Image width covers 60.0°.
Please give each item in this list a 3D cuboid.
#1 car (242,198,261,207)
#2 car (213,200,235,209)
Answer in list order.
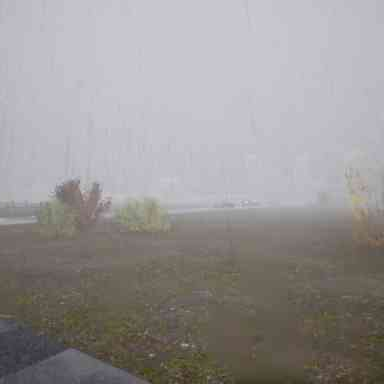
[{"bbox_3d":[11.312,1.989,63.291,2.097,1.767,4.553,-1,-1,36],"label":"car"},{"bbox_3d":[5.330,2.014,54.870,2.128,1.511,4.902,-1,-1,36],"label":"car"}]
